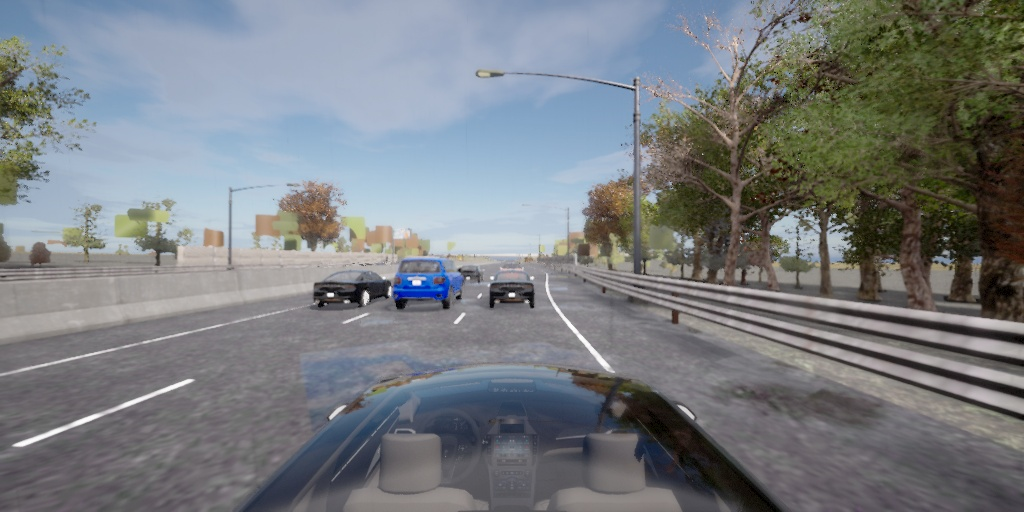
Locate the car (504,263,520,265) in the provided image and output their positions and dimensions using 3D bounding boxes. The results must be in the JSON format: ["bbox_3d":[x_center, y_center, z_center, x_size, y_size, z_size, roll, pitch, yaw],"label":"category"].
[{"bbox_3d":[-0.004,1.382,30.923,2.097,1.767,4.553,0,-1,0],"label":"car"}]

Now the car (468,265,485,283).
[{"bbox_3d":[-3.502,1.542,31.153,1.837,1.490,4.892,0,0,0],"label":"car"}]

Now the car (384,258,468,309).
[{"bbox_3d":[-3.502,1.099,15.862,2.150,2.045,5.566,0,0,0],"label":"car"}]

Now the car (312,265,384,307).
[{"bbox_3d":[-6.997,1.365,16.321,1.882,1.535,5.008,0,0,0],"label":"car"}]

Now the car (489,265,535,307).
[{"bbox_3d":[0.004,1.365,16.318,1.882,1.535,5.008,0,0,0],"label":"car"}]
